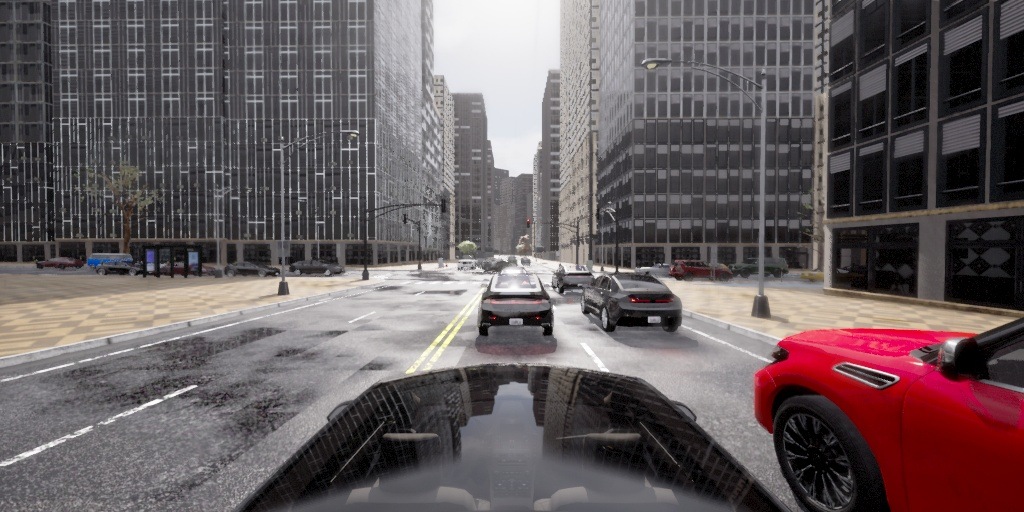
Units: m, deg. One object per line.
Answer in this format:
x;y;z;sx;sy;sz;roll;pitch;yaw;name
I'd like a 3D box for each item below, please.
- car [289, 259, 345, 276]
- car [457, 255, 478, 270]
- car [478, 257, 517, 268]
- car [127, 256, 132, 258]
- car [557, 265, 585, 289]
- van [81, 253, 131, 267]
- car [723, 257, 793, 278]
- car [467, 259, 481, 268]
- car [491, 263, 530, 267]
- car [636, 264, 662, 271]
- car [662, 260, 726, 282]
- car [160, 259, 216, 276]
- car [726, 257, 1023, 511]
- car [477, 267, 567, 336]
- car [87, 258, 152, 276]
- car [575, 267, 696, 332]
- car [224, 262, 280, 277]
-18.425;1.105;34.053;4.892;1.490;1.837;1;1;2;car
-6.625;0.935;52.576;2.150;2.045;5.566;0;0;0;car
-1.485;1.183;40.898;1.812;1.442;4.674;1;1;32;car
-33.457;0.992;34.368;4.674;1.442;1.812;1;1;1;car
3.338;1.232;20.093;2.128;1.511;4.902;0;0;0;car
-45.314;0.604;40.400;3.998;1.789;1.690;0;0;1;van
24.979;1.159;36.575;5.566;2.045;2.150;1;1;1;car
-6.609;1.266;62.616;1.994;1.385;4.181;0;0;0;car
0.087;1.288;20.087;2.033;1.411;5.357;0;0;0;car
15.074;1.452;36.730;4.718;1.301;1.895;0;1;0;car
16.173;1.269;30.948;5.009;1.841;2.192;0;0;1;car
-28.437;1.138;31.578;4.207;1.307;1.802;0;0;1;car
3.348;0.972;0.981;2.150;2.045;5.566;0;0;0;car
0.093;1.238;10.352;2.128;1.511;4.902;0;0;0;car
-34.117;1.069;31.747;4.313;1.339;1.948;0;0;1;car
3.342;1.251;10.845;1.837;1.490;4.892;0;0;0;car
-22.752;1.173;31.449;4.313;1.339;1.948;0;0;1;car
